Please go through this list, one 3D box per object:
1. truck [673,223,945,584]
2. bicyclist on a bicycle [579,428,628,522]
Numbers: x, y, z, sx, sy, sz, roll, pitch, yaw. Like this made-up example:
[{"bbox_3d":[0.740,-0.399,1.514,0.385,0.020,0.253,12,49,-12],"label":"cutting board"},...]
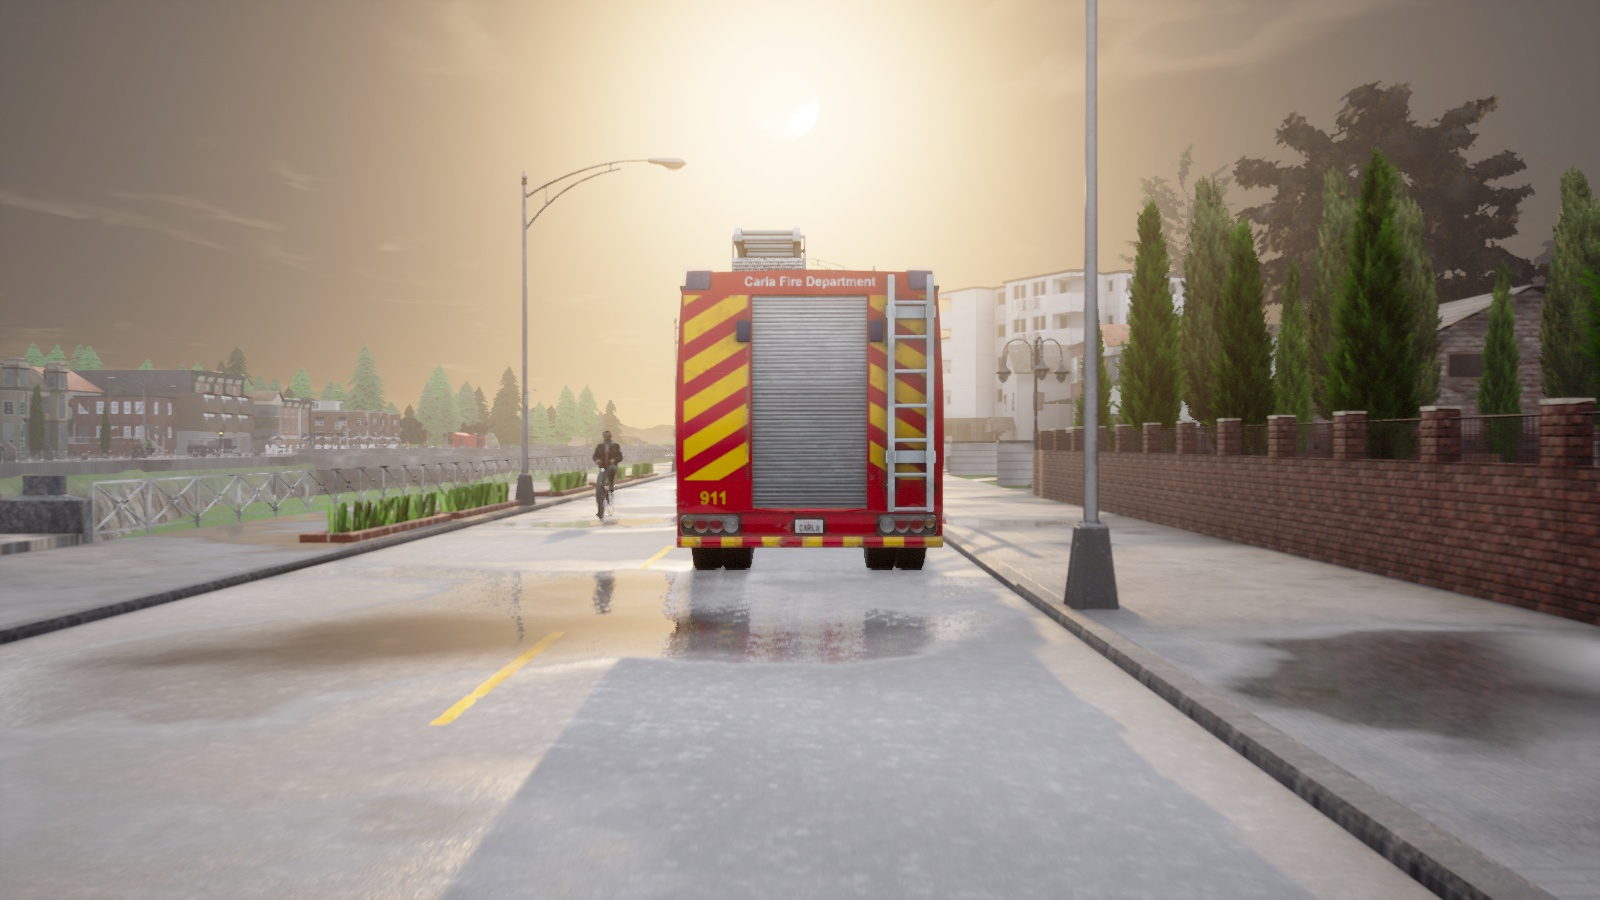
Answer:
[{"bbox_3d":[0.117,-0.517,17.558,2.891,3.827,8.468,0,0,0],"label":"truck"},{"bbox_3d":[-3.843,0.475,24.709,0.659,1.776,1.843,0,0,0],"label":"bicyclist on a bicycle"}]
